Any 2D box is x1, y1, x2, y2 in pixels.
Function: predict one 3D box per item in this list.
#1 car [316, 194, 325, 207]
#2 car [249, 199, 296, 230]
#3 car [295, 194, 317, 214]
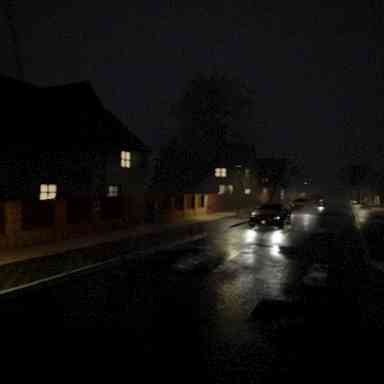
[{"bbox_3d":[18.072,1.151,48.209,2.097,1.767,4.553,2,1,25],"label":"car"},{"bbox_3d":[4.891,1.349,20.274,1.812,1.442,4.674,2,1,25],"label":"car"},{"bbox_3d":[11.171,1.270,33.669,1.882,1.535,5.008,2,1,25],"label":"car"}]
